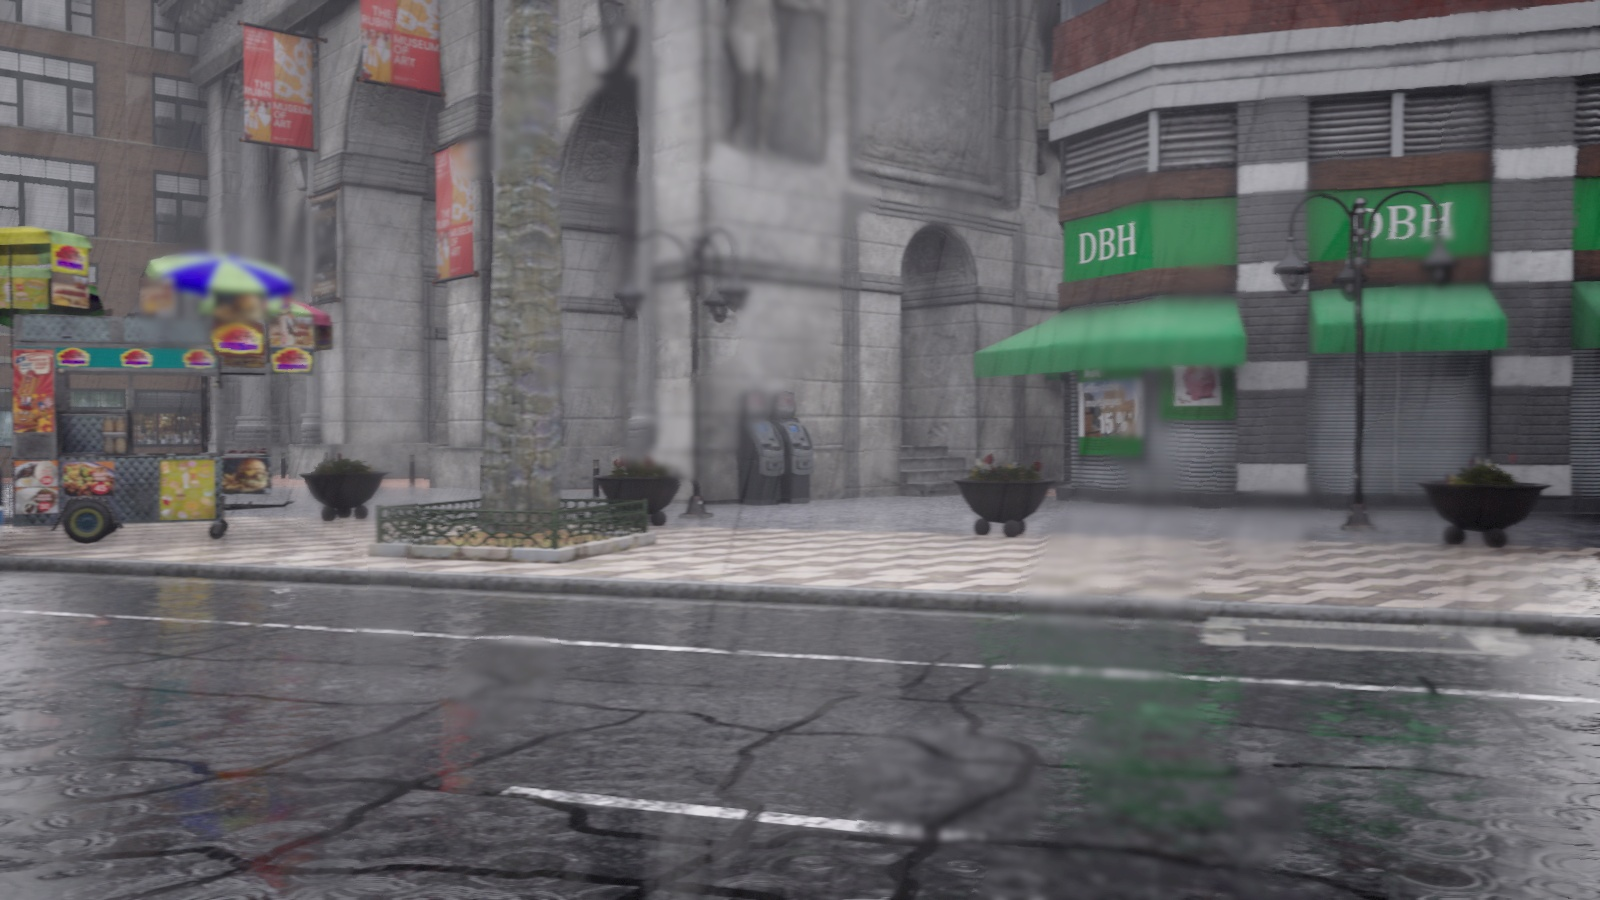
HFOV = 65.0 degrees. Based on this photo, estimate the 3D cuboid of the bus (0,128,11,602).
[{"bbox_3d":[-12.645,-0.776,11.120,10.273,4.253,3.944,1,1,19],"label":"bus"}]
